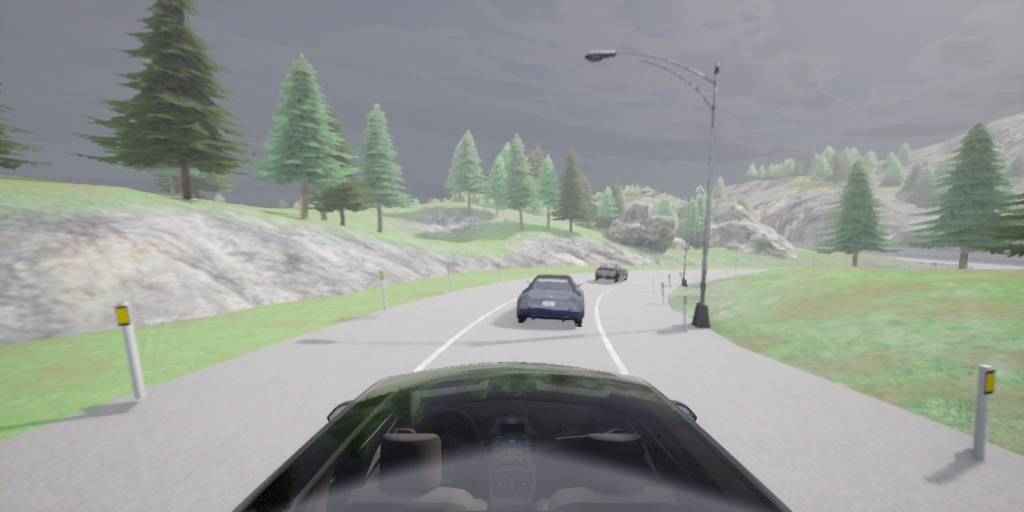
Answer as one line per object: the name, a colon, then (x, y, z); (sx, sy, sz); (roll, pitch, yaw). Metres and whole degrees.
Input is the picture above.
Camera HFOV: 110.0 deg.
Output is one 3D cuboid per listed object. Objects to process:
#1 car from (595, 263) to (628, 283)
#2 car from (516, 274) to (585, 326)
car: (8.324, 1.369, 29.751); (2.128, 1.511, 4.902); (4, 1, 30)
car: (1.380, 1.283, 11.858); (1.994, 1.385, 4.181); (2, 0, 11)
